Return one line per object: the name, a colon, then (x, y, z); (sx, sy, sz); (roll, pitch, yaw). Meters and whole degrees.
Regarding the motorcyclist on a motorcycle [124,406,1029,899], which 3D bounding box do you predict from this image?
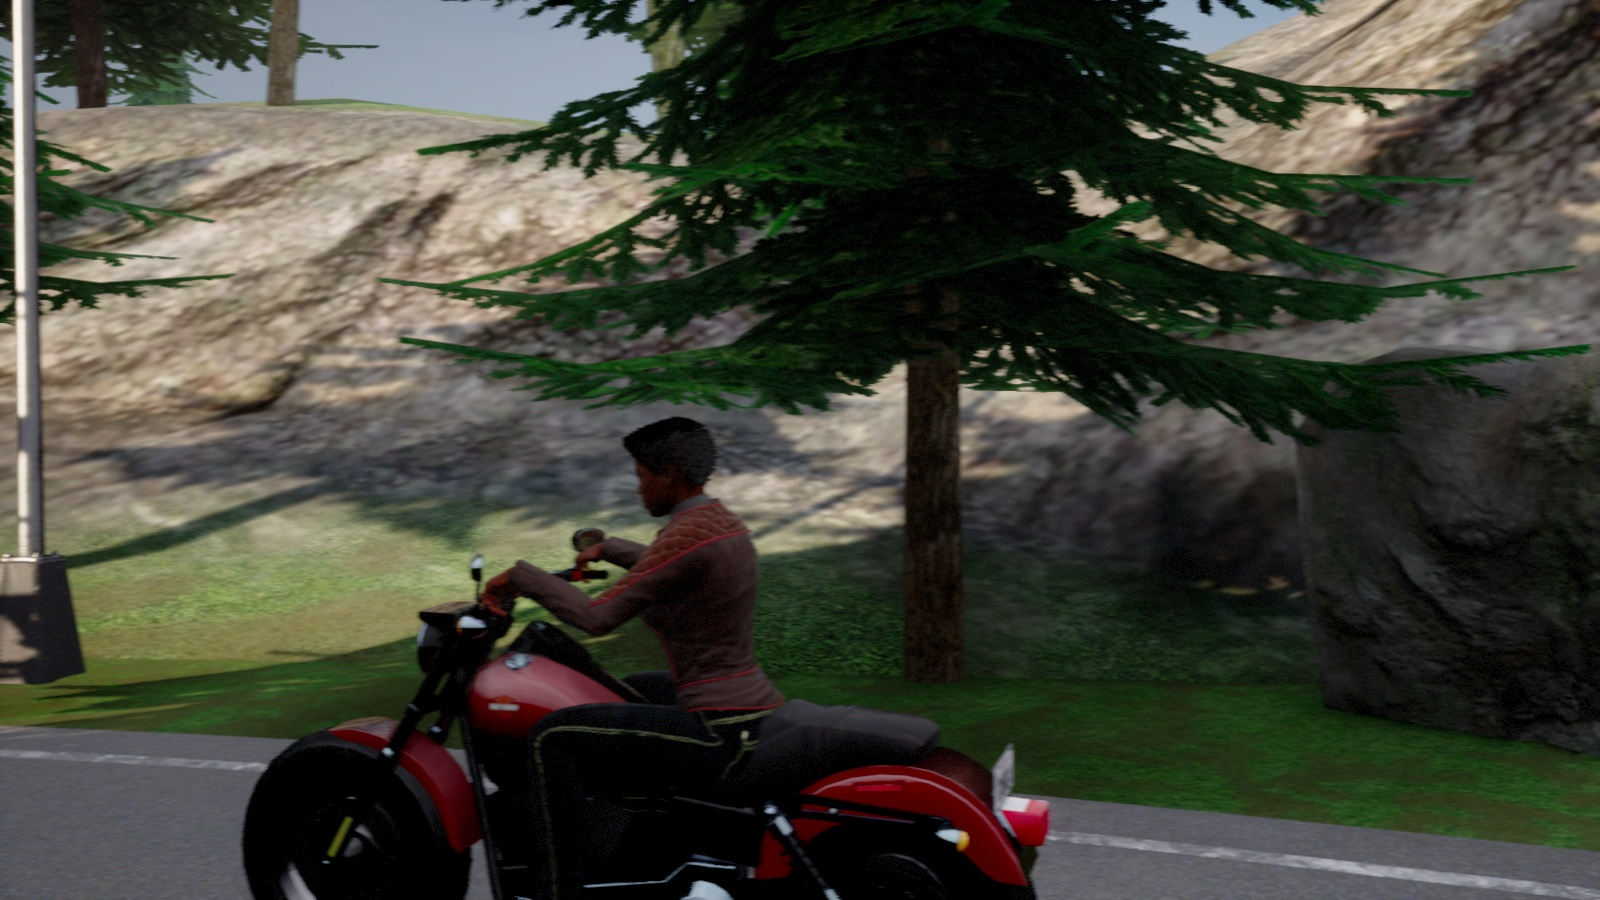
motorcyclist on a motorcycle: (-0.612, 0.715, 3.443); (2.350, 1.649, 0.766); (0, 1, 19)
